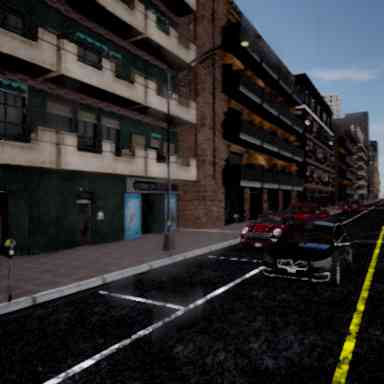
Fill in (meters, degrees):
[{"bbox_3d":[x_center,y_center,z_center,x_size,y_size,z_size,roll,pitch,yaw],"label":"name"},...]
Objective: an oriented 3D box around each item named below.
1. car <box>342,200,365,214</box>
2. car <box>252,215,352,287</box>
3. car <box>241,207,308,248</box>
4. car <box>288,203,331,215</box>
[{"bbox_3d":[21.288,1.936,44.348,2.192,1.841,5.009,-1,-1,31],"label":"car"},{"bbox_3d":[3.630,1.658,10.006,1.837,1.490,4.892,-1,-1,31],"label":"car"},{"bbox_3d":[3.767,1.684,15.423,1.967,1.590,4.097,-1,-1,31],"label":"car"},{"bbox_3d":[6.688,1.622,20.246,2.192,1.841,5.009,-1,-1,31],"label":"car"}]
